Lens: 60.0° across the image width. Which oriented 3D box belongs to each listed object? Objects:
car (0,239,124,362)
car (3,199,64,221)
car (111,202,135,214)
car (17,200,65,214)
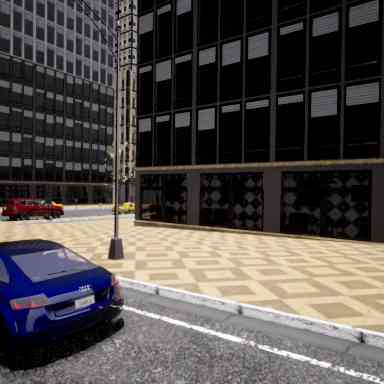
[{"bbox_3d":[-3.212,1.561,5.956,4.181,1.385,1.994,0,0,34],"label":"car"},{"bbox_3d":[-13.814,1.520,29.166,2.192,1.841,5.009,1,0,36],"label":"car"},{"bbox_3d":[-7.051,1.830,38.403,1.752,1.417,4.829,1,0,36],"label":"car"},{"bbox_3d":[-17.347,1.643,38.527,1.752,1.417,4.829,1,0,36],"label":"car"}]
